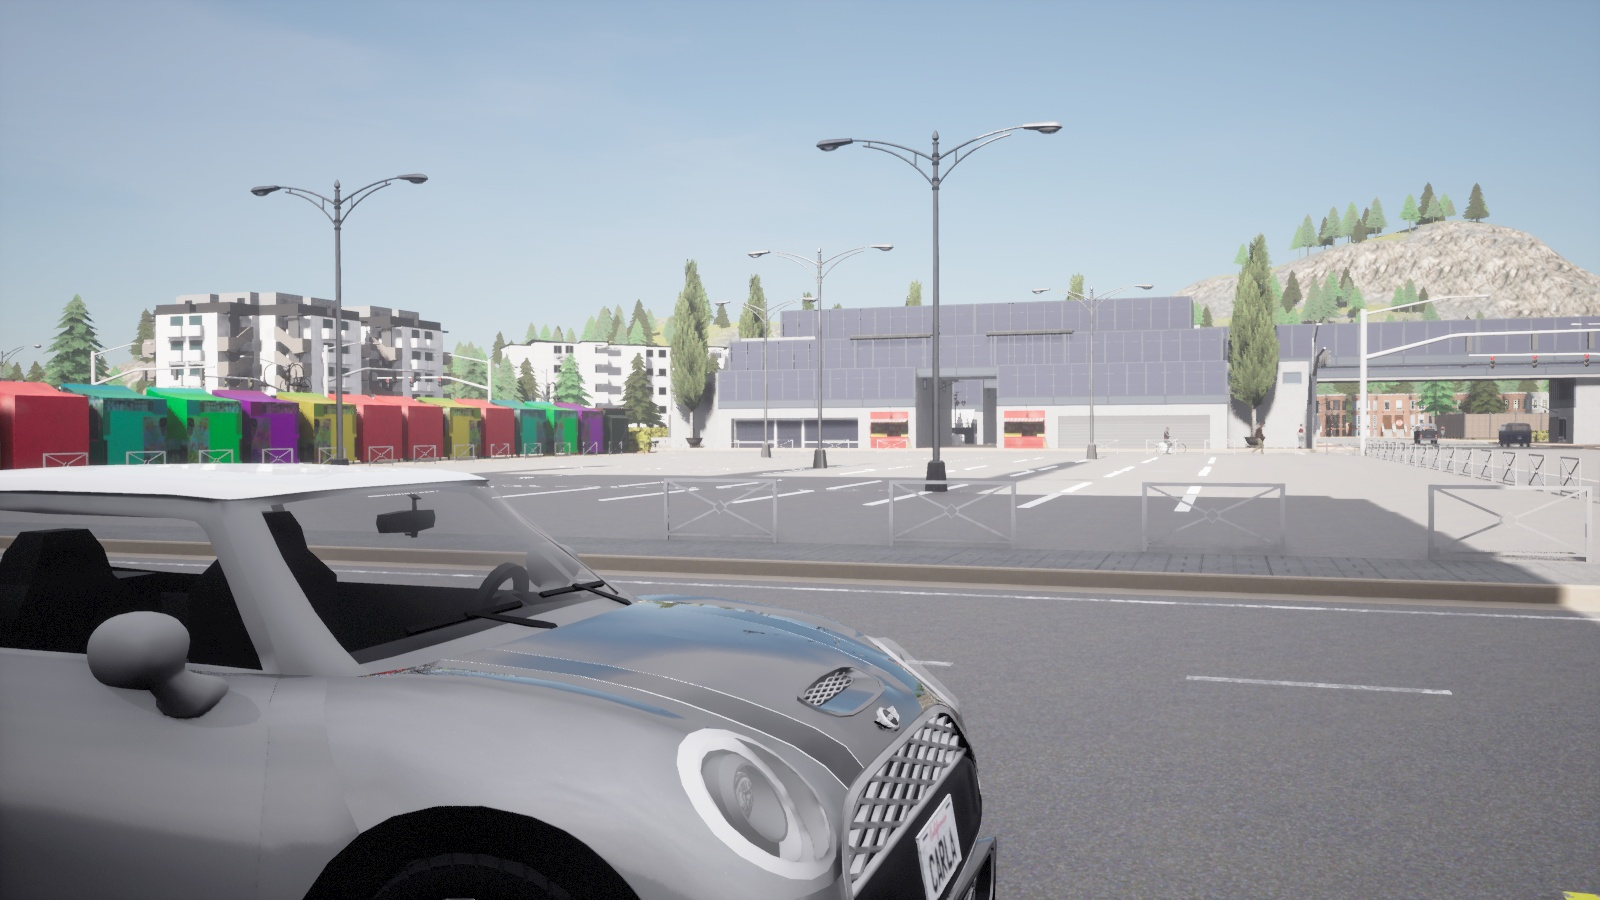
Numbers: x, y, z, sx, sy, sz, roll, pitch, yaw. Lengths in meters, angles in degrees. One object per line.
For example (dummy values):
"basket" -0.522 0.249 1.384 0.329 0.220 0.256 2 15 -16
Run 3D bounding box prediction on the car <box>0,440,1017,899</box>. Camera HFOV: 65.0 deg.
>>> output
"car" -1.428 0.728 3.672 3.806 1.475 1.970 1 1 18

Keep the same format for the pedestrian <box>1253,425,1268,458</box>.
"pedestrian" 25.602 -0.481 69.786 0.703 1.840 0.431 0 1 6

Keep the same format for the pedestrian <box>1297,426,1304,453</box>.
"pedestrian" 35.024 -0.734 87.816 0.345 1.836 0.594 0 1 11
